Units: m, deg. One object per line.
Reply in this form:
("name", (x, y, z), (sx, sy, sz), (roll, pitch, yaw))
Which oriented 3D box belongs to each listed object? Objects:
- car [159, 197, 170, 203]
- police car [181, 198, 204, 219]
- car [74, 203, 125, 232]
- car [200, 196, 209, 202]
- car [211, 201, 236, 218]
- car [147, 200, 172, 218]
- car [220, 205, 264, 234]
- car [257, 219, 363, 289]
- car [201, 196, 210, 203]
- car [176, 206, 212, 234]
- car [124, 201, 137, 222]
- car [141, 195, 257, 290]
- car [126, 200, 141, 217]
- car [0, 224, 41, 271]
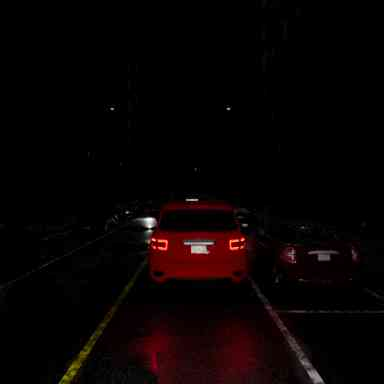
("car", (-5.617, 1.626, 68.244), (1.802, 1.307, 4.206), (0, 0, 0))
("police car", (0.008, 1.428, 30.250), (1.930, 1.638, 5.238), (0, 0, 0))
("car", (-5.666, 1.567, 20.138), (1.947, 1.339, 4.313), (0, 0, 0))
("car", (2.931, 1.617, 79.046), (2.008, 1.369, 4.403), (0, 0, 0))
("car", (2.863, 1.569, 31.138), (1.947, 1.339, 4.313), (0, 0, 0))
("car", (-2.999, 1.516, 31.477), (1.837, 1.490, 4.892), (0, 0, 0))
("car", (2.859, 1.552, 20.135), (2.008, 1.369, 4.403), (0, 0, 0))
("car", (2.856, 1.440, 9.132), (1.967, 1.590, 4.097), (0, 0, 0))
("car", (2.919, 1.580, 73.807), (1.752, 1.417, 4.829), (0, 0, 0))
("car", (0.104, 1.602, 19.986), (1.895, 1.301, 4.718), (0, 0, 0))
("car", (-5.665, 1.584, 25.639), (1.802, 1.307, 4.206), (0, 0, 0))
("car", (0.106, 1.221, 9.216), (2.150, 2.045, 5.566), (0, 0, -1))
("car", (-5.663, 1.443, 31.141), (1.967, 1.590, 4.097), (0, 0, 0))
("car", (-5.669, 1.582, 9.135), (1.802, 1.307, 4.206), (0, 0, 0))
